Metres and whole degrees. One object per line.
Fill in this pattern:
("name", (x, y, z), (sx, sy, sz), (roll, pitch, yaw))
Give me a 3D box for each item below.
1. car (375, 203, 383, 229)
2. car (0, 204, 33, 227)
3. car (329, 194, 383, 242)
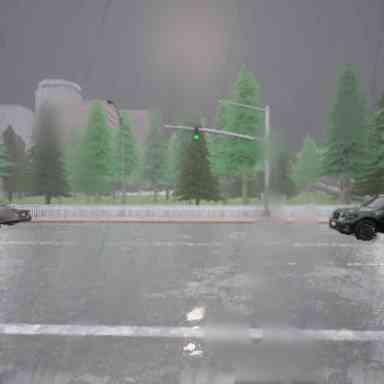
("car", (13.012, 1.353, 18.449), (4.674, 1.442, 1.812), (0, 1, 2))
("car", (-12.344, 1.373, 19.574), (5.357, 1.411, 2.033), (0, 1, 2))
("car", (9.259, 1.087, 15.122), (5.566, 2.045, 2.150), (0, 1, 3))
